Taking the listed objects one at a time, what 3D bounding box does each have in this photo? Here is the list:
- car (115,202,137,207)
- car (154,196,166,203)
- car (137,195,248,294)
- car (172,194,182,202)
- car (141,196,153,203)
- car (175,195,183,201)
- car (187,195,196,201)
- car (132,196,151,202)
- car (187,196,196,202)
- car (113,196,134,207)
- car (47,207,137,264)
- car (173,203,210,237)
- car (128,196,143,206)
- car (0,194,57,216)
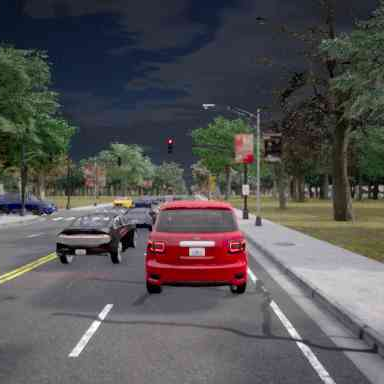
[{"bbox_3d":[-3.176,1.568,20.532,1.994,1.385,4.181,0,0,0],"label":"car"},{"bbox_3d":[-6.591,1.583,69.737,2.033,1.411,5.357,0,0,0],"label":"car"},{"bbox_3d":[0.090,1.222,8.957,2.150,2.045,5.566,0,0,0],"label":"car"},{"bbox_3d":[-3.350,1.407,76.755,2.097,1.767,4.553,0,0,0],"label":"car"},{"bbox_3d":[-9.845,1.548,73.064,1.837,1.490,4.892,0,0,0],"label":"car"},{"bbox_3d":[-3.364,1.542,86.814,1.895,1.301,4.718,0,0,0],"label":"car"},{"bbox_3d":[-0.114,1.472,86.788,2.128,1.511,4.902,0,0,0],"label":"car"},{"bbox_3d":[-6.658,1.618,46.042,1.895,1.301,4.718,0,0,0],"label":"car"},{"bbox_3d":[-0.100,1.591,76.373,2.033,1.411,5.357,0,0,0],"label":"car"},{"bbox_3d":[-9.899,1.496,47.486,1.882,1.535,5.008,0,0,0],"label":"car"},{"bbox_3d":[-3.163,1.493,11.868,2.128,1.511,4.902,0,0,0],"label":"car"},{"bbox_3d":[-0.024,1.481,19.273,1.882,1.535,5.008,0,0,0],"label":"car"},{"bbox_3d":[-9.905,1.528,58.316,1.837,1.490,4.892,0,2,0],"label":"car"},{"bbox_3d":[-15.925,1.216,32.010,5.566,2.045,2.150,0,0,6],"label":"car"}]
